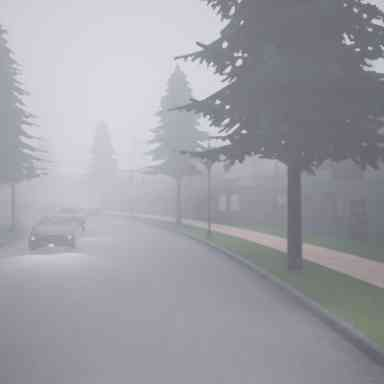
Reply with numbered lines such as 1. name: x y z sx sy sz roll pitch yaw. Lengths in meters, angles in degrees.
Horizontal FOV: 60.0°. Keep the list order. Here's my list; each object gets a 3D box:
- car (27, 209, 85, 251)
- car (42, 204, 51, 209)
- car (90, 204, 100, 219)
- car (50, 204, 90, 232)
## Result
1. car: -6.318 1.765 15.717 2.033 1.411 5.357 0 -1 -16
2. car: -17.525 2.185 42.489 1.895 1.301 4.718 1 -1 -43
3. car: -11.001 1.942 34.207 1.882 1.535 5.008 0 -1 -34
4. car: -7.783 1.595 21.102 1.837 1.490 4.892 0 -1 -22
